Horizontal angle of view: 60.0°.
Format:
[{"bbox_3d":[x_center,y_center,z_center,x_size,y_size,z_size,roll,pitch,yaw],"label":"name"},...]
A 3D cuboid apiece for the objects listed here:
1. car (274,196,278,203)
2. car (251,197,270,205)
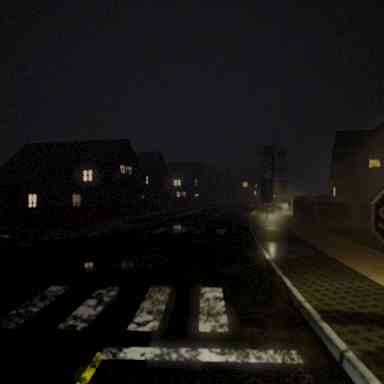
[{"bbox_3d":[15.561,1.382,65.341,2.128,1.511,4.902,0,0,27],"label":"car"},{"bbox_3d":[11.379,1.531,55.975,1.895,1.301,4.718,0,0,24],"label":"car"}]
